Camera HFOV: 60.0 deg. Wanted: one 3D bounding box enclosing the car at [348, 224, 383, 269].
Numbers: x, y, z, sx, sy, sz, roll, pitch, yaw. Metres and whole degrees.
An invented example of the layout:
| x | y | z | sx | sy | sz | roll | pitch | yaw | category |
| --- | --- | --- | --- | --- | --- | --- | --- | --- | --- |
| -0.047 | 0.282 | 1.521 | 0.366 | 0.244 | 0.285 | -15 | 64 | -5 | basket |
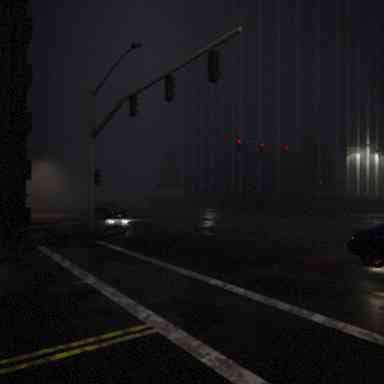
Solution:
| x | y | z | sx | sy | sz | roll | pitch | yaw | category |
| --- | --- | --- | --- | --- | --- | --- | --- | --- | --- |
| 6.905 | 1.605 | 9.500 | 1.812 | 1.442 | 4.674 | 0 | 0 | -35 | car |

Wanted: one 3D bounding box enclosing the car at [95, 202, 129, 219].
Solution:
| x | y | z | sx | sy | sz | roll | pitch | yaw | category |
| --- | --- | --- | --- | --- | --- | --- | --- | --- | --- |
| -7.632 | 1.627 | 30.353 | 2.033 | 1.411 | 5.357 | 0 | 0 | -35 | car |
